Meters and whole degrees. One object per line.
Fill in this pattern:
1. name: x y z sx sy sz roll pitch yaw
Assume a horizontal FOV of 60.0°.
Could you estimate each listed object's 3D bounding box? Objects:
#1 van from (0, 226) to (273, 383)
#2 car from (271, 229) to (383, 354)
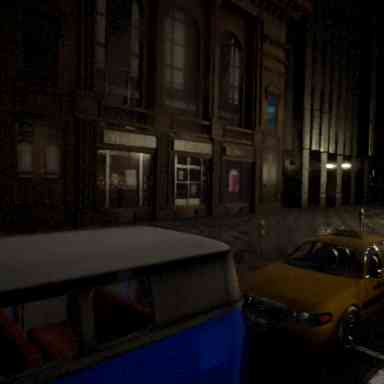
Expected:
1. van: -1.364 1.237 2.273 3.998 1.788 1.690 0 2 -43
2. car: 2.635 1.389 5.950 4.829 1.417 1.752 0 2 -43
